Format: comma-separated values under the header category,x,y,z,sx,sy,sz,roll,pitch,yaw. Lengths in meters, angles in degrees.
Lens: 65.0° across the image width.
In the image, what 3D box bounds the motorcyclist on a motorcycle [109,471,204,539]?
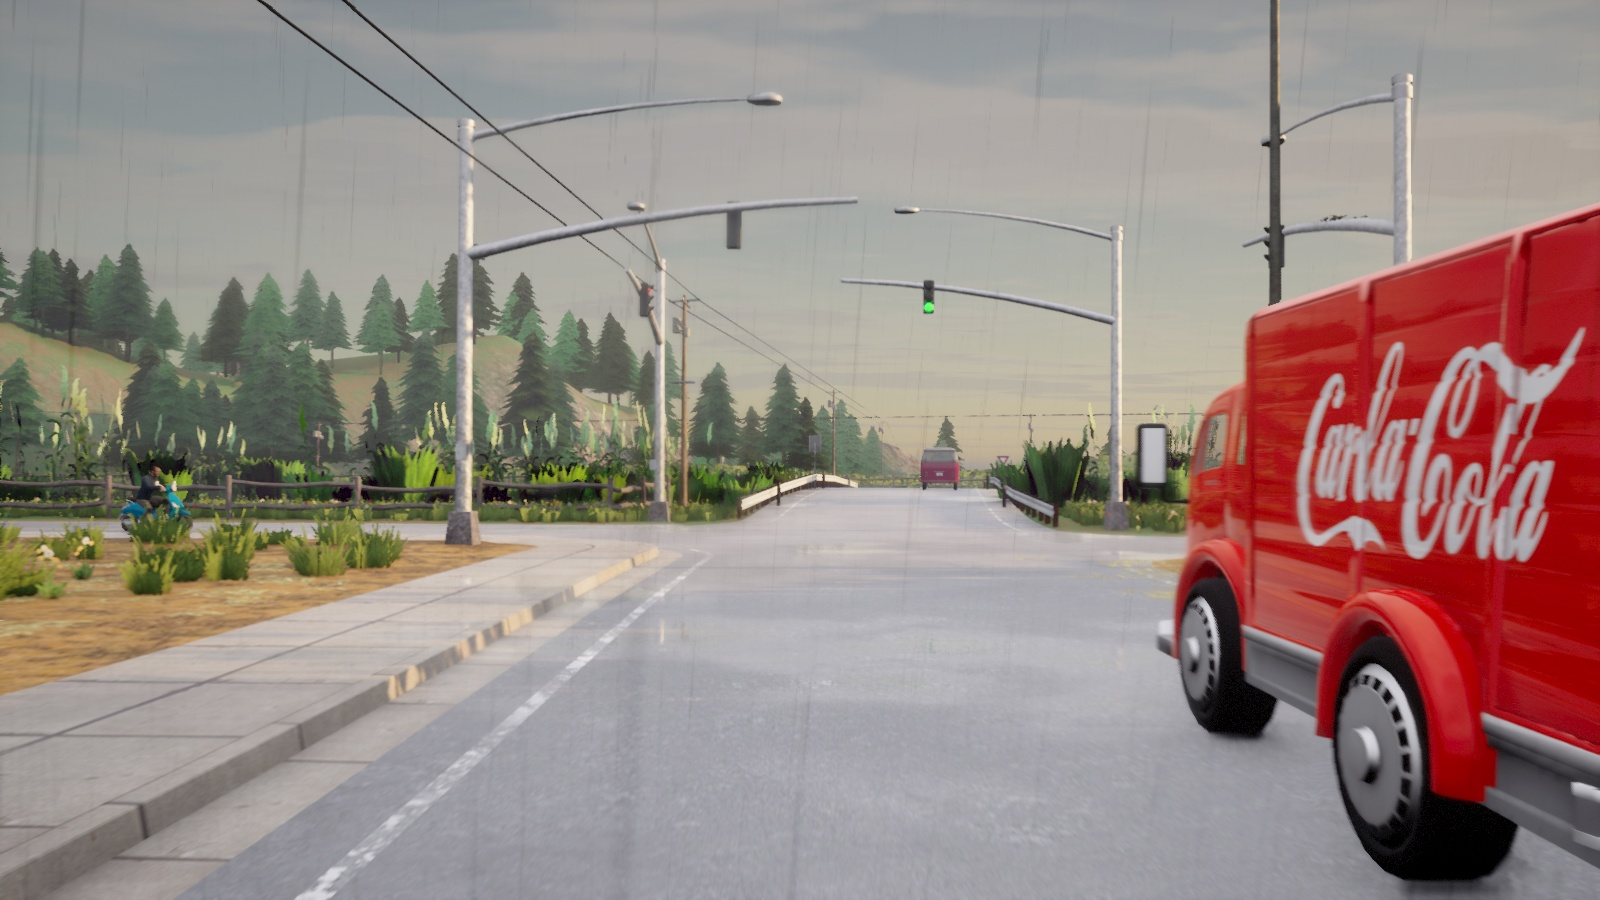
category,x,y,z,sx,sy,sz,roll,pitch,yaw
motorcyclist on a motorcycle,-15.295,1.295,29.897,1.817,1.590,0.866,0,-1,3

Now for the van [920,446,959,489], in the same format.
category,x,y,z,sx,sy,sz,roll,pitch,yaw
van,6.680,0.822,59.782,1.775,1.987,4.442,0,-1,7

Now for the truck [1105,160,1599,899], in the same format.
category,x,y,z,sx,sy,sz,roll,pitch,yaw
truck,3.483,0.419,6.279,2.627,2.467,5.204,0,-1,0
